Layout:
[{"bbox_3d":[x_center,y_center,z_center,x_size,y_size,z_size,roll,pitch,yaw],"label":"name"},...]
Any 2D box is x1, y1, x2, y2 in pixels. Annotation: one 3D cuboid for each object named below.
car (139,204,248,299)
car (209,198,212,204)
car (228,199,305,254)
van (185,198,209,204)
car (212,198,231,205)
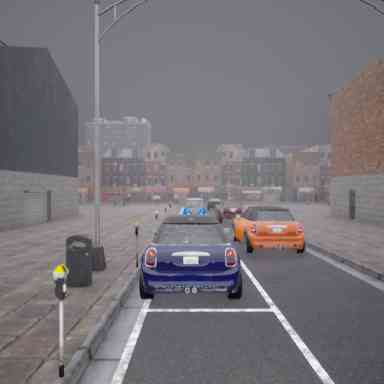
[{"bbox_3d":[-0.036,1.352,8.608,2.097,1.767,4.553,0,0,0],"label":"car"},{"bbox_3d":[2.807,1.492,41.927,1.882,1.535,5.008,0,0,0],"label":"car"},{"bbox_3d":[2.918,1.351,13.583,2.097,1.767,4.553,0,0,0],"label":"car"},{"bbox_3d":[0.190,1.345,25.487,1.690,1.788,3.998,-1,0,0],"label":"van"},{"bbox_3d":[2.916,1.355,25.809,2.097,1.767,4.553,0,0,0],"label":"car"}]
